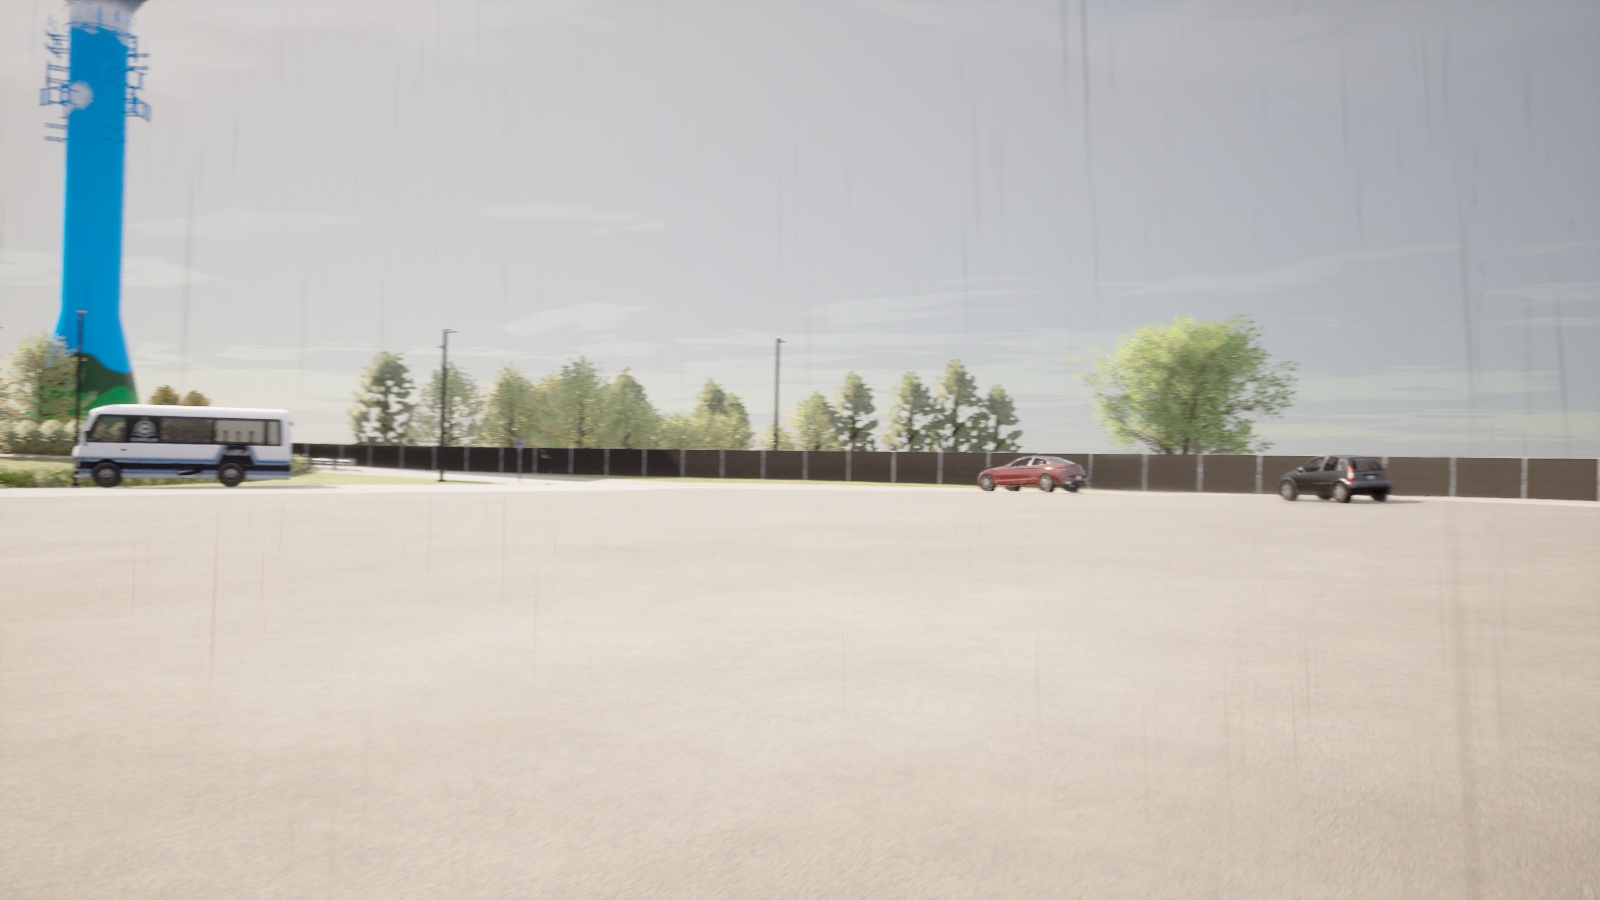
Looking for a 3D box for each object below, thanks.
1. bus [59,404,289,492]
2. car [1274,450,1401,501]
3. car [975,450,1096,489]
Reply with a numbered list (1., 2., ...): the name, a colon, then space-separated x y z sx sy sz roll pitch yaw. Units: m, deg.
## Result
1. bus: -32.038 -0.010 64.797 10.273 4.253 3.944 1 -1 -25
2. car: 18.389 0.852 43.150 1.851 1.617 3.988 -1 0 -16
3. car: 10.481 0.891 56.092 2.152 1.651 5.027 2 -2 -42
